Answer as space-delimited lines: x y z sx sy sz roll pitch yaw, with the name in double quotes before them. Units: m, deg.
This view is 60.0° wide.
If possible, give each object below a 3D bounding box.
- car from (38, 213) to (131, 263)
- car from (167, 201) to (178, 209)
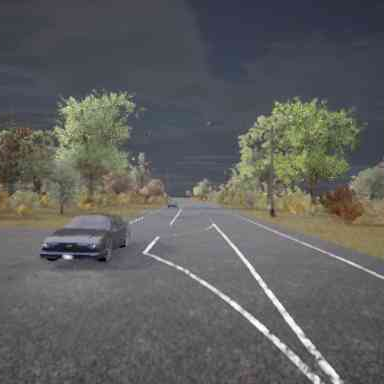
"car" -3.464 1.477 11.960 2.033 1.411 5.357 1 -1 0
"car" -3.649 2.367 62.079 2.033 1.411 5.357 0 -1 0
